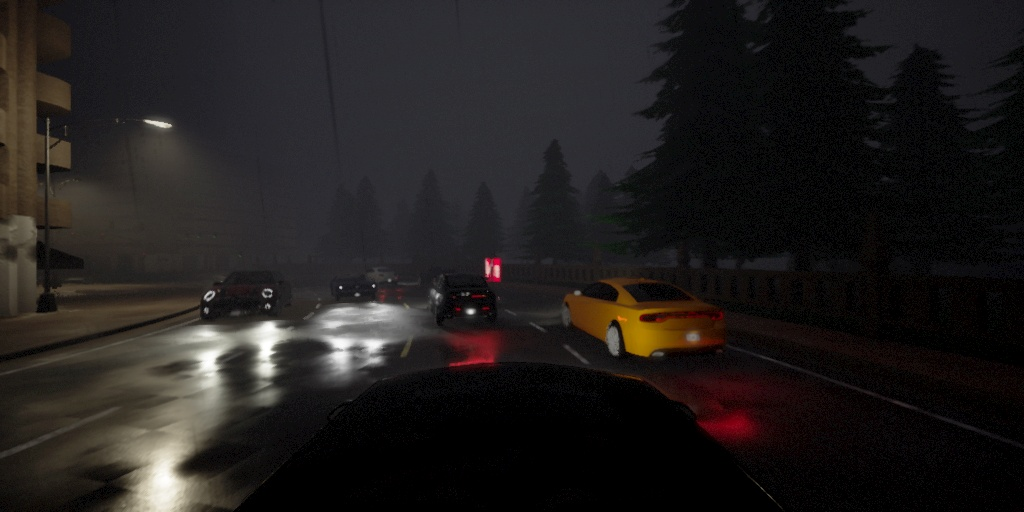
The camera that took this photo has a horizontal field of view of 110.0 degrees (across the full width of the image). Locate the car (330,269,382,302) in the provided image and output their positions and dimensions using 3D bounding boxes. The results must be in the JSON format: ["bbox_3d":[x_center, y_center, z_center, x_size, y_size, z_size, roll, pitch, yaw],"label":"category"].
[{"bbox_3d":[-8.393,1.558,18.861,1.895,1.301,4.718,0,0,-30],"label":"car"}]

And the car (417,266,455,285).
[{"bbox_3d":[-5.630,1.492,27.395,1.837,1.490,4.892,0,-1,-36],"label":"car"}]

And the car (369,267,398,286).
[{"bbox_3d":[-10.383,1.566,27.759,1.812,1.442,4.674,0,-1,-41],"label":"car"}]

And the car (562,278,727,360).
[{"bbox_3d":[2.680,1.246,8.522,1.882,1.535,5.008,0,0,-9],"label":"car"}]

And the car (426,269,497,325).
[{"bbox_3d":[-1.819,1.348,12.453,1.837,1.490,4.892,0,-1,-16],"label":"car"}]

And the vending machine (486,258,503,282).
[{"bbox_3d":[-1.479,1.147,28.710,1.100,2.100,0.880,0,0,-36],"label":"vending machine"}]

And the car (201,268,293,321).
[{"bbox_3d":[-9.813,1.288,13.611,2.097,1.767,4.553,-1,0,-24],"label":"car"}]
